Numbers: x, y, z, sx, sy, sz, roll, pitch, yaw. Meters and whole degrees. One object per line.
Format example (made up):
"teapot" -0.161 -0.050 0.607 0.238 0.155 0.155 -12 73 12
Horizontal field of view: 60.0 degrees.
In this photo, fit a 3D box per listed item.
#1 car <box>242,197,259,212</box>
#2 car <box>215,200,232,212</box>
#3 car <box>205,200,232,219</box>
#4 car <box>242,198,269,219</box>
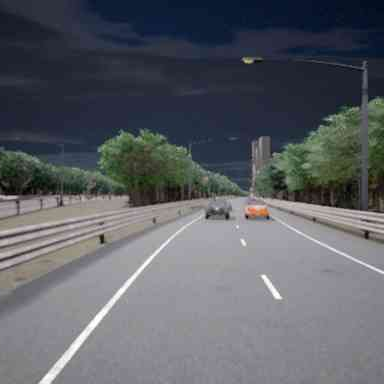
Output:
"car" 7.752 1.597 44.309 2.097 1.767 4.553 0 0 8
"car" 4.256 1.795 44.533 1.994 1.385 4.181 0 0 8
"car" 2.434 1.503 31.025 2.097 1.767 4.553 0 0 8
"car" 5.953 1.519 30.976 2.097 1.767 4.553 0 0 8
